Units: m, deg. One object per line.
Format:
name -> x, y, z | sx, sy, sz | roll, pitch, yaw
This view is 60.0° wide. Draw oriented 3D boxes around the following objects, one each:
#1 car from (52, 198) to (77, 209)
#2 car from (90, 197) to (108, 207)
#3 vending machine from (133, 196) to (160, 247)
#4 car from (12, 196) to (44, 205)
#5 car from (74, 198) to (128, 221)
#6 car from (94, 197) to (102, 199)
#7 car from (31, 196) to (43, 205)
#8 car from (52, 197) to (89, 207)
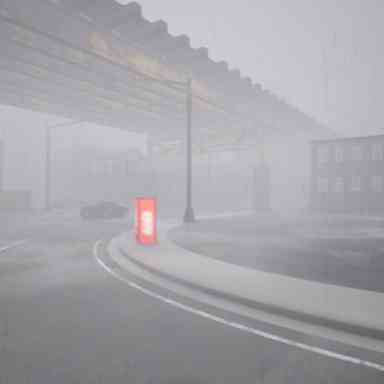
car -> -17.153, 1.566, 47.269 | 4.974, 1.542, 2.038 | 0, 0, 6
car -> -13.660, 1.415, 48.571 | 1.853, 1.218, 4.536 | 0, 0, -24
vending machine -> -1.983, 1.234, 14.362 | 1.100, 2.100, 0.880 | 0, 0, -13
car -> -30.680, 1.593, 62.140 | 4.974, 1.542, 2.038 | 0, 0, 1
car -> -7.363, 1.549, 28.388 | 1.882, 1.535, 5.008 | 0, 0, 21
car -> -13.639, 1.573, 48.524 | 2.038, 1.542, 4.974 | 0, 0, -24
car -> -30.628, 1.435, 62.140 | 4.536, 1.218, 1.853 | 0, 0, 1
car -> -17.204, 1.408, 47.275 | 4.536, 1.218, 1.853 | 0, 0, 6
